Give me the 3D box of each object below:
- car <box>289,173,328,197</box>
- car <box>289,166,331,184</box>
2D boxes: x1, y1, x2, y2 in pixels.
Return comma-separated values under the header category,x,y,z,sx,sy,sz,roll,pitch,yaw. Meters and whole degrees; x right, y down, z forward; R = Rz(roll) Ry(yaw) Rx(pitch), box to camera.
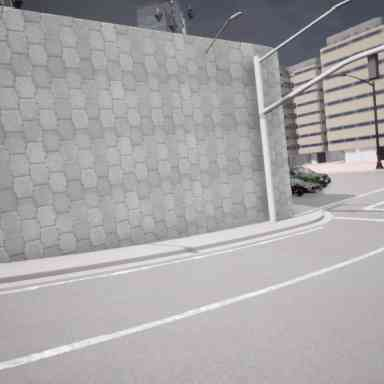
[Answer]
category,x,y,z,sx,sy,sz,roll,pitch,yaw
car,7.842,-0.430,27.112,2.033,1.411,5.357,-10,6,-35
car,9.735,-1.269,30.345,2.150,2.045,5.566,-10,6,-35
